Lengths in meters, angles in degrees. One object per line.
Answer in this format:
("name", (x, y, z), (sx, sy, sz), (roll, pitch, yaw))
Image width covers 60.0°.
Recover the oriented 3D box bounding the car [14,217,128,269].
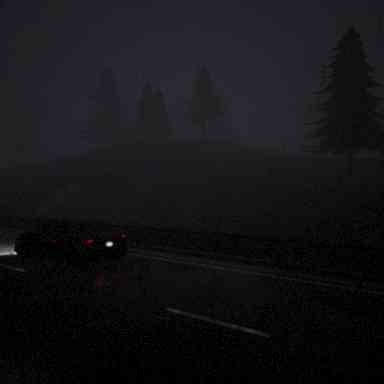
("car", (-4.138, 1.554, 11.241), (4.181, 1.385, 1.994), (0, 0, 35))
